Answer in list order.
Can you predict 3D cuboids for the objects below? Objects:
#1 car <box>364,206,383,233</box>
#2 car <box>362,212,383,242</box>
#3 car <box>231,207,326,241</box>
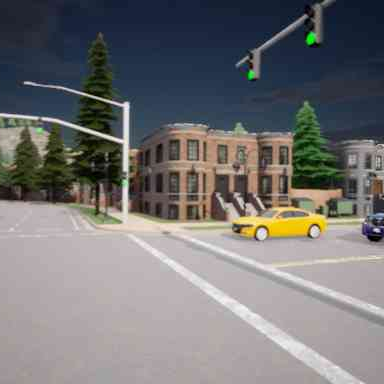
[{"bbox_3d":[13.174,1.634,20.214,4.902,1.511,2.128,1,0,-22],"label":"car"},{"bbox_3d":[10.577,1.336,15.436,5.566,2.045,2.150,1,0,-22],"label":"car"},{"bbox_3d":[4.382,1.520,16.744,5.008,1.535,1.882,1,0,-22],"label":"car"}]
